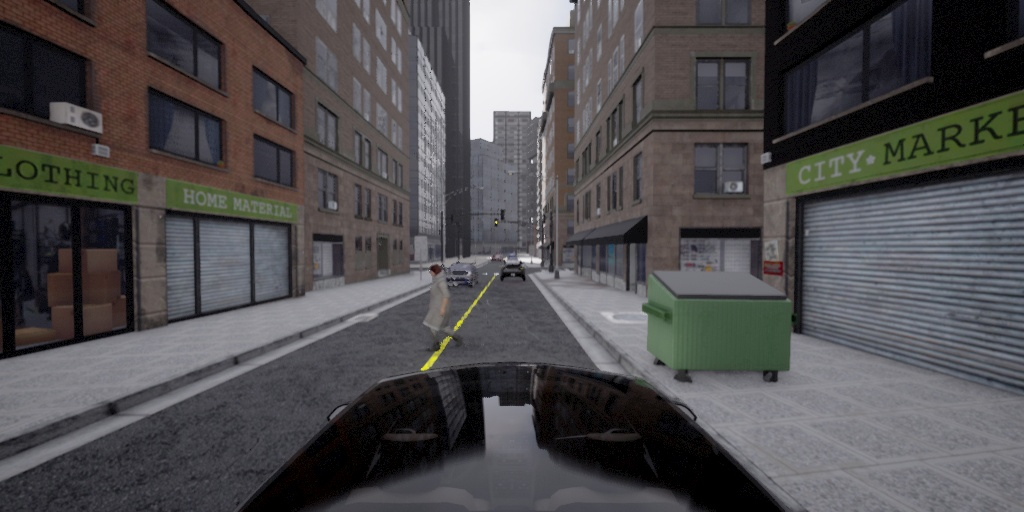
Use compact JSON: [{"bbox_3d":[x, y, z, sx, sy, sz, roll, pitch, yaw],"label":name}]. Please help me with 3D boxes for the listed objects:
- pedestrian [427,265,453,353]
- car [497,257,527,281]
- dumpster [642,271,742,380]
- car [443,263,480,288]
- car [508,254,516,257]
[{"bbox_3d":[-1.475,1.003,7.356,0.375,1.860,0.375,-1,1,-9],"label":"pedestrian"},{"bbox_3d":[0.085,1.048,27.358,1.837,1.490,4.892,0,0,0],"label":"car"},{"bbox_3d":[3.136,1.108,6.725,1.020,1.700,1.940,0,0,0],"label":"dumpster"},{"bbox_3d":[-3.070,1.136,22.187,2.033,1.411,5.357,0,0,0],"label":"car"},{"bbox_3d":[0.108,0.841,51.900,2.033,1.411,5.357,0,1,0],"label":"car"}]
